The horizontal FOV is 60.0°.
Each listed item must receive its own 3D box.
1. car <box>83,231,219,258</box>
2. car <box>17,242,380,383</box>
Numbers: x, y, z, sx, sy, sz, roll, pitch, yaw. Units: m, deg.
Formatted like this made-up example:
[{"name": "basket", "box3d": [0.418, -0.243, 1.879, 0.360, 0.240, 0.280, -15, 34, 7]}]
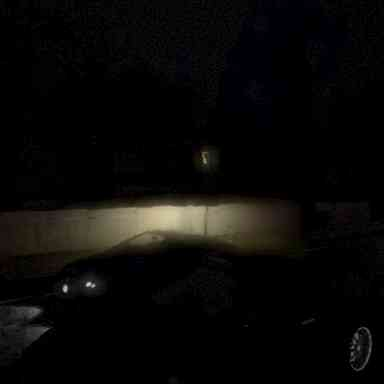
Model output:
[{"name": "car", "box3d": [-0.669, 1.574, 7.201, 4.181, 1.385, 1.994, 0, 0, -36]}, {"name": "car", "box3d": [0.498, 1.533, 4.042, 4.674, 1.442, 1.812, 0, 0, -36]}]
